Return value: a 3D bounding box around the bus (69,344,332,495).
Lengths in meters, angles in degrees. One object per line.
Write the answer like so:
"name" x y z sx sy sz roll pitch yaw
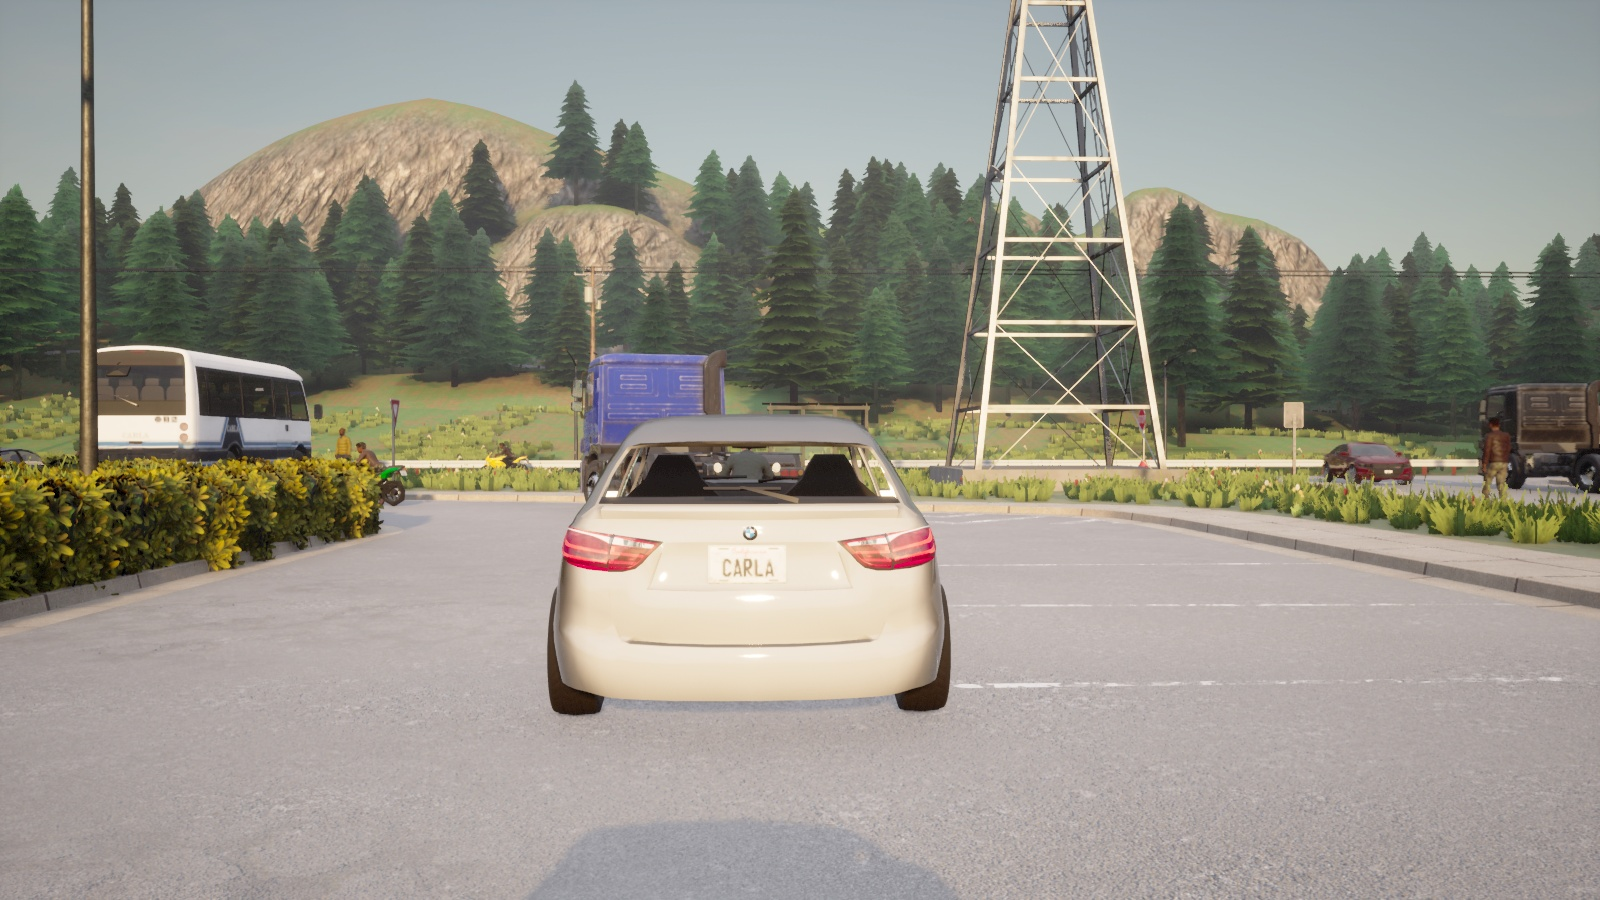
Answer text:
"bus" -18.827 -0.874 40.556 3.944 4.253 10.273 0 0 -2

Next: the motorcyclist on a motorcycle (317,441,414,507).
"motorcyclist on a motorcycle" -10.298 0.552 29.798 2.044 1.523 0.797 0 0 9

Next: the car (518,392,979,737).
"car" -0.339 0.543 8.422 2.242 1.667 4.611 0 0 -2

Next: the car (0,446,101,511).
"car" -18.456 0.616 28.816 2.033 1.411 5.357 0 0 -2

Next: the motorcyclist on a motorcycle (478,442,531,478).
"motorcyclist on a motorcycle" -12.365 0.421 52.617 2.044 1.523 0.797 0 0 -2

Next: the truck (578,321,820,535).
"truck" -2.298 -0.376 24.568 2.891 3.462 7.936 0 0 -19

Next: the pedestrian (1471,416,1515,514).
"pedestrian" 13.219 0.277 23.964 0.431 1.840 0.703 0 0 -3

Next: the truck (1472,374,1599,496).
"truck" 24.091 -0.431 38.026 2.891 3.462 7.936 0 0 -3

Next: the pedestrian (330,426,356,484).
"pedestrian" -14.801 0.160 40.696 0.370 1.835 0.726 0 0 25

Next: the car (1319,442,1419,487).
"car" 20.288 0.486 44.993 1.882 1.535 5.008 0 0 7
